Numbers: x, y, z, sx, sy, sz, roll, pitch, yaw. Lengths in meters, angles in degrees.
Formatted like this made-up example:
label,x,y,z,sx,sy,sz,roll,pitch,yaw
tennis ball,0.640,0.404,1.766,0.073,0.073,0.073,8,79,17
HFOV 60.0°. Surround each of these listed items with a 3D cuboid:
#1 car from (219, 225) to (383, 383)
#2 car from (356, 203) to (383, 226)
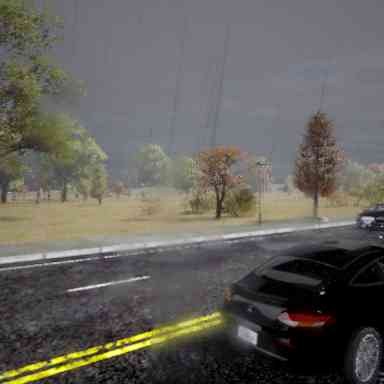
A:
label,x,y,z,sx,sy,sz,roll,pitch,yaw
car,2.522,1.515,5.273,4.674,1.442,1.812,0,0,-36
car,11.950,1.444,20.352,4.902,1.511,2.128,0,0,-36
